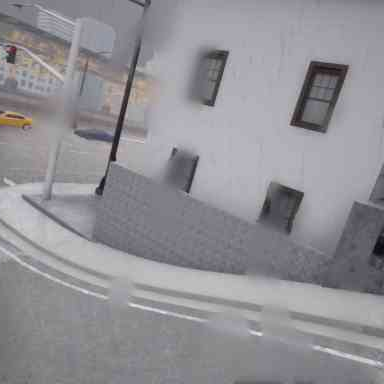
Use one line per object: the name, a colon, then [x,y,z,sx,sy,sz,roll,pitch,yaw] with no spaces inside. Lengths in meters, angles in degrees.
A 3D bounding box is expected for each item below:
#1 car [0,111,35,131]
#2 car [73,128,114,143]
car: [-18.207,-7.256,33.026,1.882,1.535,5.008,24,13,34]
car: [-11.973,-7.111,41.426,2.033,1.411,5.357,24,13,35]
